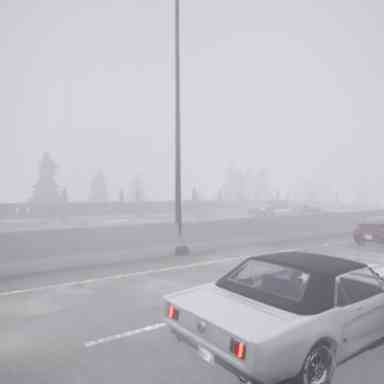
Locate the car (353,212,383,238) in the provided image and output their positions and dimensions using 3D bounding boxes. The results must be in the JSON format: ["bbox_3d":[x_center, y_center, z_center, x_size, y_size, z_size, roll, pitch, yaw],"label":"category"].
[{"bbox_3d":[8.743,1.581,14.292,4.674,1.442,1.812,0,0,-36],"label":"car"}]

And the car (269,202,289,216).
[{"bbox_3d":[8.935,1.687,27.577,4.718,1.301,1.895,0,0,-36],"label":"car"}]

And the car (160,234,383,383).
[{"bbox_3d":[1.980,1.618,5.165,4.718,1.301,1.895,0,0,-35],"label":"car"}]

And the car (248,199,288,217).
[{"bbox_3d":[7.279,1.441,30.691,4.553,1.767,2.097,0,0,-35],"label":"car"}]

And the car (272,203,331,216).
[{"bbox_3d":[7.745,1.635,22.425,4.181,1.385,1.994,0,0,-35],"label":"car"}]
